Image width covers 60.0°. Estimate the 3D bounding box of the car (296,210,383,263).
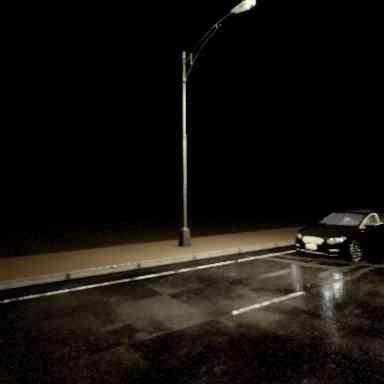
[{"bbox_3d":[5.688,1.405,11.730,4.902,1.511,2.128,-1,0,-35],"label":"car"}]
